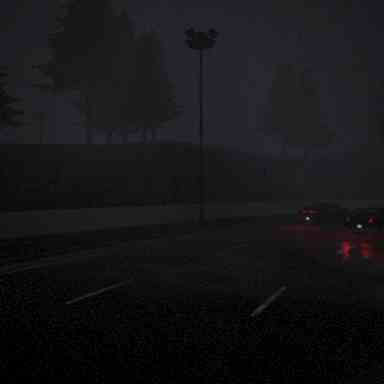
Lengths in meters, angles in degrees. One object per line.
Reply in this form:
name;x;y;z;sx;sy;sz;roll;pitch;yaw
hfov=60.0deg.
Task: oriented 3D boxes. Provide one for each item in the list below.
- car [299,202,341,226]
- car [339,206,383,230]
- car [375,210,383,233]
car;9.416;1.459;23.102;4.892;1.490;1.837;0;-1;-38
car;10.846;1.557;19.561;4.718;1.301;1.895;0;0;-40
car;9.579;1.514;13.734;2.033;1.411;5.357;0;0;44
